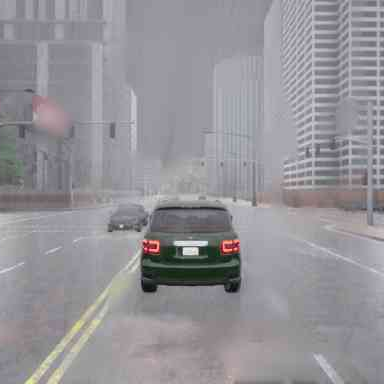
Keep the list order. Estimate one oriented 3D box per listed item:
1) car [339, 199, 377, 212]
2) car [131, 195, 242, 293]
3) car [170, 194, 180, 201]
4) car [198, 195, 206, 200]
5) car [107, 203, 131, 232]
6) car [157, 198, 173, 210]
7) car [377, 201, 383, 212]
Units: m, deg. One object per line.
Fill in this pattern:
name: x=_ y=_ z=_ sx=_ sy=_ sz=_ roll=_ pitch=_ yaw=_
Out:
car: x=19.464 y=1.547 z=37.382 sx=5.357 sy=1.411 sz=2.033 roll=0 pitch=0 yaw=-1
car: x=-0.021 y=1.221 z=9.015 sx=2.150 sy=2.045 sz=5.566 roll=0 pitch=0 yaw=0
car: x=-4.198 y=1.345 z=82.629 sx=2.097 sy=1.767 sz=4.553 roll=0 pitch=0 yaw=0
car: x=2.733 y=1.500 z=90.625 sx=1.837 sy=1.490 sz=4.892 roll=0 pitch=0 yaw=0
car: x=-3.759 y=1.499 z=20.016 sx=1.837 sy=1.490 sz=4.892 roll=0 pitch=2 yaw=-1
car: x=-3.546 y=1.525 z=43.303 sx=1.812 sy=1.442 sz=4.674 roll=0 pitch=0 yaw=-7
car: x=22.133 y=1.477 z=33.917 sx=5.008 sy=1.535 sz=1.882 roll=0 pitch=0 yaw=-1
